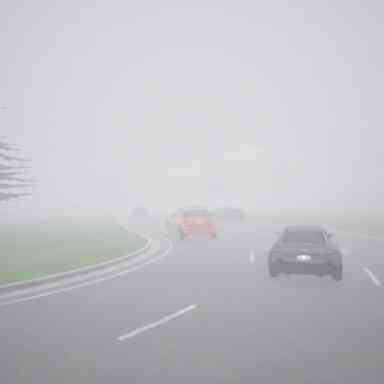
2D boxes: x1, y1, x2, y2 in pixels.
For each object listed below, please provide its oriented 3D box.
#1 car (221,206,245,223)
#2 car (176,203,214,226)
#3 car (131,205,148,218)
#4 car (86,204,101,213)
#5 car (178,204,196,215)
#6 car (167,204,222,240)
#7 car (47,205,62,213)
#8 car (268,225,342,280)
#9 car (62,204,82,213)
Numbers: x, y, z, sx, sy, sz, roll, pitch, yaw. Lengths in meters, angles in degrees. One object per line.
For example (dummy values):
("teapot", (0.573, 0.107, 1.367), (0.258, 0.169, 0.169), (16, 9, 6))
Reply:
("car", (3.338, 2.079, 31.772), (2.128, 1.511, 4.902), (-1, -1, -18))
("car", (0.162, 1.958, 30.246), (2.097, 1.767, 4.553), (-1, -1, -18))
("car", (-6.690, 2.444, 42.357), (2.128, 1.511, 4.902), (-1, -1, -13))
("car", (-18.166, 3.021, 61.671), (1.837, 1.490, 4.892), (-1, -2, -3))
("car", (-0.769, 2.503, 48.187), (1.812, 1.442, 4.674), (-1, -1, -12))
("car", (-0.151, 1.758, 19.937), (2.097, 1.767, 4.553), (-1, -1, -15))
("car", (-25.177, 3.175, 61.967), (2.033, 1.411, 5.357), (-1, -1, -4))
("car", (3.590, 1.728, 10.652), (1.994, 1.385, 4.181), (-1, -1, 19))
("car", (-21.654, 3.054, 61.384), (2.128, 1.511, 4.902), (-1, -1, -3))
